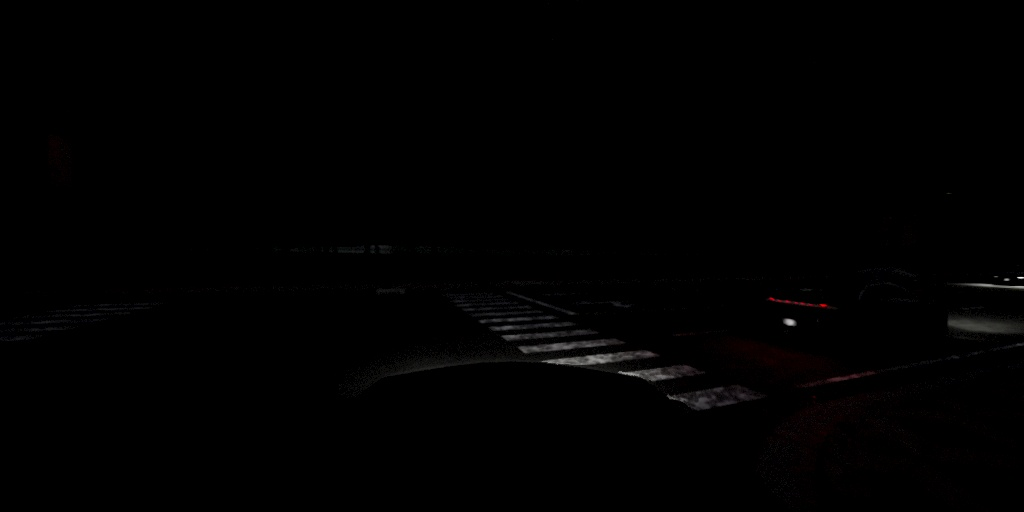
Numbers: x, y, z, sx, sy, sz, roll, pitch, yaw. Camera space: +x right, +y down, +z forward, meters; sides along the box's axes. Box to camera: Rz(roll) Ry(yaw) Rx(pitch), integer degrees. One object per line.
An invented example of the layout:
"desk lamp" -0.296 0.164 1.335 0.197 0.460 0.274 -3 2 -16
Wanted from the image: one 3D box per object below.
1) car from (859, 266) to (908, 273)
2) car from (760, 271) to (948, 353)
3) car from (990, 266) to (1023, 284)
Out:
"car" 21.335 1.316 20.821 4.674 1.442 1.812 0 1 -21
"car" 8.430 1.279 8.817 4.902 1.511 2.128 1 1 -21
"car" 38.978 1.513 27.474 4.892 1.490 1.837 1 1 -21
